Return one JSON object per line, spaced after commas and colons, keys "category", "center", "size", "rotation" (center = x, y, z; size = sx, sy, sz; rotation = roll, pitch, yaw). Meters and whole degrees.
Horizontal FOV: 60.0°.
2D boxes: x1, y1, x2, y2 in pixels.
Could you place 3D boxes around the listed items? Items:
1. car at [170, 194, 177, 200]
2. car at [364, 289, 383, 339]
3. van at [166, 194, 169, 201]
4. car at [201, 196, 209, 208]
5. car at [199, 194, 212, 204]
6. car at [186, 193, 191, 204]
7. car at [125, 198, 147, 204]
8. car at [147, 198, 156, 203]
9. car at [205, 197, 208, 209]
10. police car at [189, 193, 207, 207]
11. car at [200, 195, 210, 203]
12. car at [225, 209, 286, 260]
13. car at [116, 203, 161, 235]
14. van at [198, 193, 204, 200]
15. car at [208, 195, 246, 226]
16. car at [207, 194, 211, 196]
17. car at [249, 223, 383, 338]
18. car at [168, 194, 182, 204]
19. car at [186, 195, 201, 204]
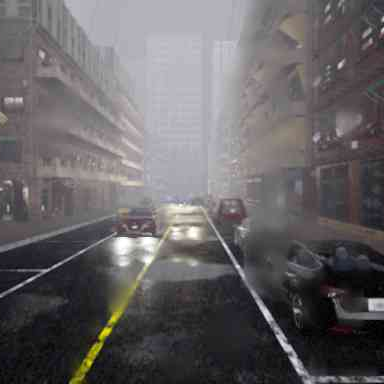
{"category": "car", "center": [-5.312, 1.365, 95.353], "size": [1.967, 1.590, 4.097], "rotation": [-1, 0, 0]}
{"category": "car", "center": [2.557, 1.581, 1.039], "size": [1.802, 1.307, 4.206], "rotation": [-1, 0, 0]}
{"category": "van", "center": [-5.316, 1.282, 78.706], "size": [1.690, 1.788, 3.998], "rotation": [-1, 0, 0]}
{"category": "car", "center": [2.563, 1.550, 45.430], "size": [1.802, 1.307, 4.206], "rotation": [-1, 0, 0]}
{"category": "car", "center": [2.562, 1.270, 62.077], "size": [2.192, 1.841, 5.009], "rotation": [-1, 0, 0]}
{"category": "car", "center": [0.232, 1.435, 59.471], "size": [1.882, 1.535, 5.008], "rotation": [0, 0, -11]}
{"category": "car", "center": [-5.321, 1.507, 28.594], "size": [1.752, 1.417, 4.829], "rotation": [-1, 0, 0]}
{"category": "car", "center": [-5.320, 1.413, 39.862], "size": [1.967, 1.590, 4.097], "rotation": [-1, 0, 0]}
{"category": "car", "center": [2.561, 1.502, 34.502], "size": [1.752, 1.417, 4.829], "rotation": [-1, 0, 0]}
{"category": "police car", "center": [0.832, 1.390, 49.783], "size": [1.930, 1.638, 5.238], "rotation": [0, 0, 0]}
{"category": "car", "center": [2.564, 1.390, 67.626], "size": [1.967, 1.590, 4.097], "rotation": [-1, 0, 0]}
{"category": "car", "center": [2.558, 1.543, 12.136], "size": [2.008, 1.369, 4.403], "rotation": [-1, 0, 0]}
{"category": "car", "center": [-2.847, 1.552, 18.485], "size": [1.994, 1.385, 4.181], "rotation": [0, 0, 0]}
{"category": "van", "center": [2.567, 1.266, 95.371], "size": [1.690, 1.788, 3.998], "rotation": [-1, 0, 0]}
{"category": "car", "center": [2.556, 1.300, 23.234], "size": [2.192, 1.841, 5.009], "rotation": [-1, 0, 0]}
{"category": "car", "center": [2.561, 1.275, 56.528], "size": [2.192, 1.841, 5.009], "rotation": [-1, 0, 0]}
{"category": "car", "center": [2.557, 1.562, 6.588], "size": [1.947, 1.339, 4.313], "rotation": [-1, 0, 0]}
{"category": "car", "center": [-2.775, 1.434, 60.725], "size": [1.882, 1.535, 5.008], "rotation": [0, 0, 1]}
{"category": "car", "center": [0.286, 1.457, 65.550], "size": [1.837, 1.490, 4.892], "rotation": [0, 0, 15]}
